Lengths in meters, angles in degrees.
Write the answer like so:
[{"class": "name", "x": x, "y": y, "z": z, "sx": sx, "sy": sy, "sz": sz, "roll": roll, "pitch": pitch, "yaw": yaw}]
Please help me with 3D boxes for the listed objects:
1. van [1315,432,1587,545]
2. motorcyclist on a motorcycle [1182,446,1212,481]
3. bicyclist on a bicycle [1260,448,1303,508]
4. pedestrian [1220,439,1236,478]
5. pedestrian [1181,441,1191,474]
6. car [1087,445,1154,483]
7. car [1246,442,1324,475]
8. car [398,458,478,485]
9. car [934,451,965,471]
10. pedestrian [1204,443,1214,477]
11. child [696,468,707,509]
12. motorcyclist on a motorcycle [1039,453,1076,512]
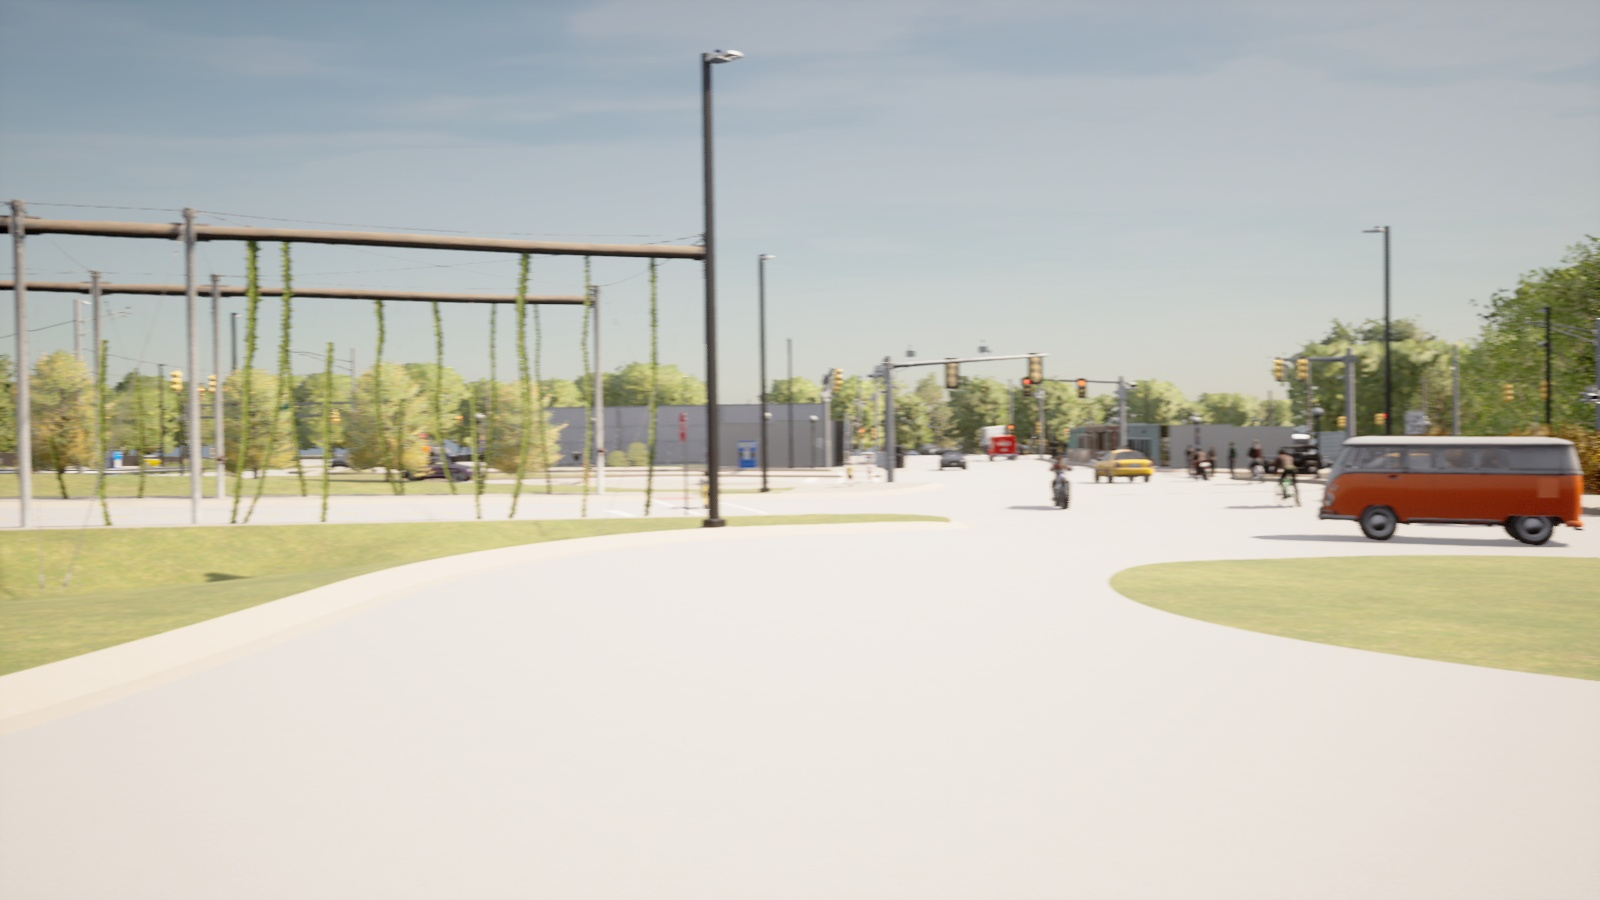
[{"class": "van", "x": 12.212, "y": 0.686, "z": 23.904, "sx": 4.442, "sy": 1.987, "sz": 1.775, "roll": 0, "pitch": 0, "yaw": 22}, {"class": "motorcyclist on a motorcycle", "x": 17.935, "y": 0.604, "z": 56.833, "sx": 0.797, "sy": 1.523, "sz": 2.044, "roll": -1, "pitch": -1, "yaw": 4}, {"class": "bicyclist on a bicycle", "x": 13.430, "y": 0.758, "z": 35.085, "sx": 0.582, "sy": 1.620, "sz": 1.656, "roll": -2, "pitch": 0, "yaw": 2}, {"class": "pedestrian", "x": 20.466, "y": 0.419, "z": 60.021, "sx": 0.614, "sy": 1.847, "sz": 0.353, "roll": -1, "pitch": 1, "yaw": -12}, {"class": "pedestrian", "x": 22.836, "y": 0.453, "z": 74.258, "sx": 0.402, "sy": 1.930, "sz": 0.666, "roll": -1, "pitch": 1, "yaw": 5}, {"class": "car", "x": 14.219, "y": 0.617, "z": 56.008, "sx": 1.801, "sy": 1.575, "sz": 5.366, "roll": -1, "pitch": -1, "yaw": 2}, {"class": "car", "x": 28.655, "y": 0.507, "z": 74.263, "sx": 3.866, "sy": 1.878, "sz": 1.905, "roll": 1, "pitch": 1, "yaw": -2}, {"class": "car", "x": -21.126, "y": 1.254, "z": 73.386, "sx": 4.193, "sy": 1.474, "sz": 1.816, "roll": -1, "pitch": 0, "yaw": -1}, {"class": "car", "x": 11.065, "y": 0.794, "z": 93.170, "sx": 1.994, "sy": 1.385, "sz": 4.181, "roll": -1, "pitch": 0, "yaw": 4}, {"class": "pedestrian", "x": 22.446, "y": 0.530, "z": 68.919, "sx": 0.331, "sy": 1.846, "sz": 0.634, "roll": -1, "pitch": 1, "yaw": 5}, {"class": "child", "x": -3.063, "y": 1.186, "z": 38.895, "sx": 0.270, "sy": 1.263, "sz": 0.437, "roll": -1, "pitch": 1, "yaw": -11}, {"class": "motorcyclist on a motorcycle", "x": 7.671, "y": 0.931, "z": 37.481, "sx": 0.766, "sy": 1.649, "sz": 2.350, "roll": -2, "pitch": 1, "yaw": 4}]
